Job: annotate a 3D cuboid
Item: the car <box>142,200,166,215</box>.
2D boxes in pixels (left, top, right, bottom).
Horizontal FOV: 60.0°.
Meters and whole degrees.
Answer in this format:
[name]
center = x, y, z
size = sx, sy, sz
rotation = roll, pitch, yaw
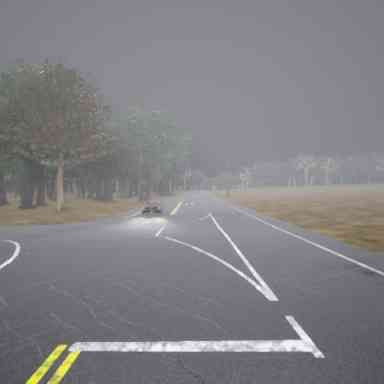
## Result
[car]
center = -3.552, 1.423, 31.287
size = 1.895, 1.301, 4.718
rotation = 0, 1, 0
